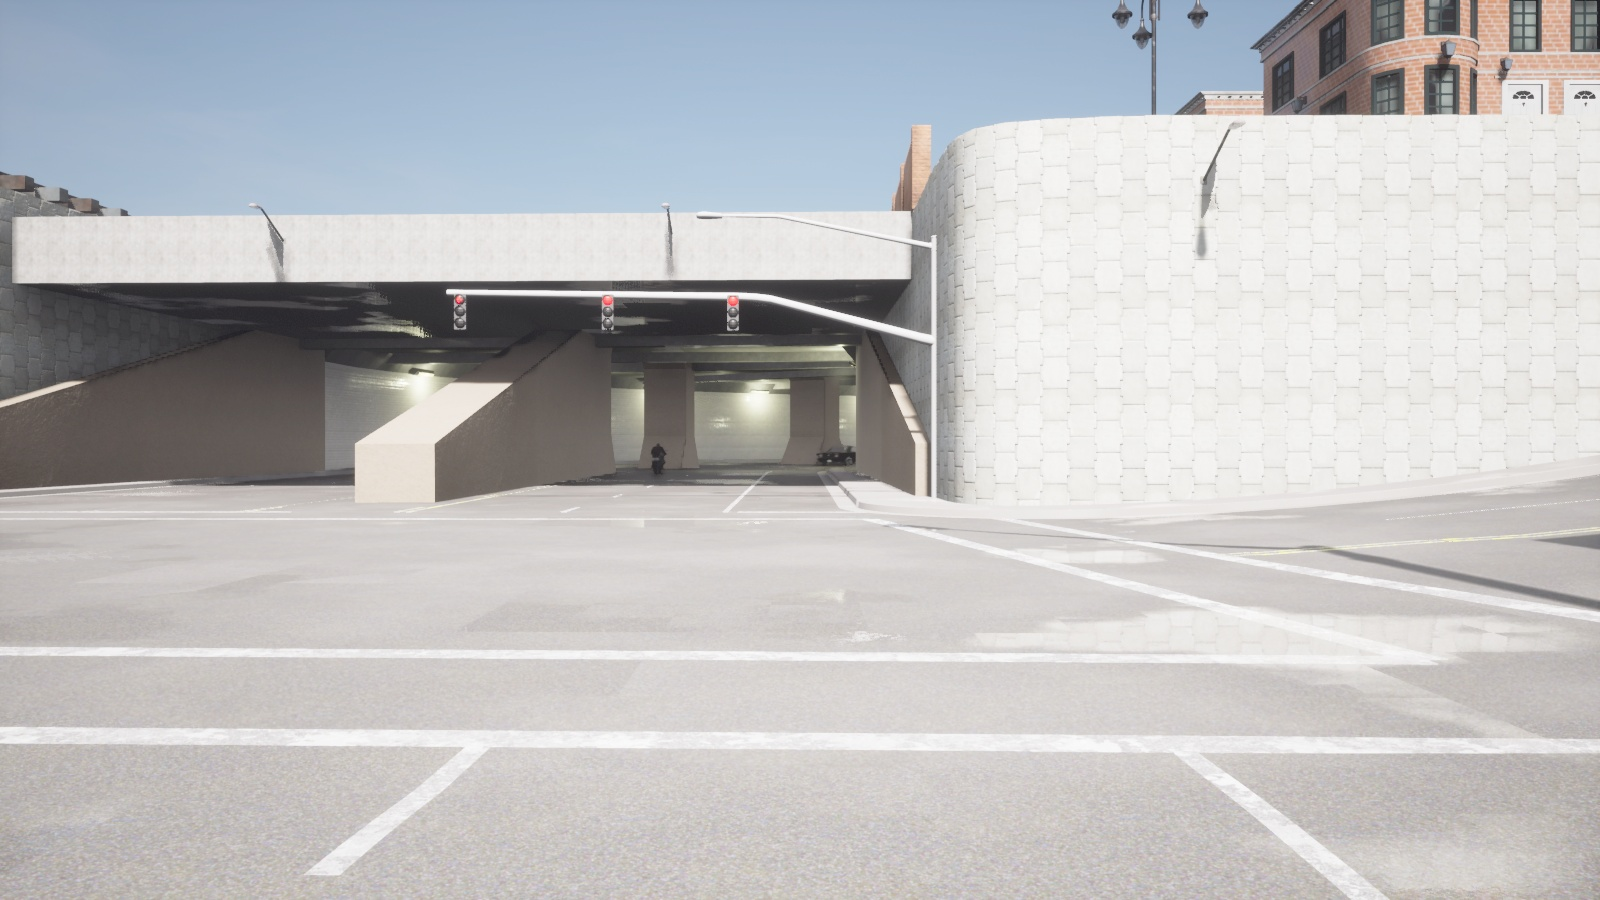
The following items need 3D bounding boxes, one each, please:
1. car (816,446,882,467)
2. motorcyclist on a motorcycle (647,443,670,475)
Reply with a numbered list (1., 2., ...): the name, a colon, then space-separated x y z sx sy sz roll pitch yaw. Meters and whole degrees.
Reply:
1. car: 3.195 0.392 81.031 1.895 1.301 4.718 0 0 36
2. motorcyclist on a motorcycle: -6.871 0.432 60.955 0.866 1.530 2.191 0 0 0
